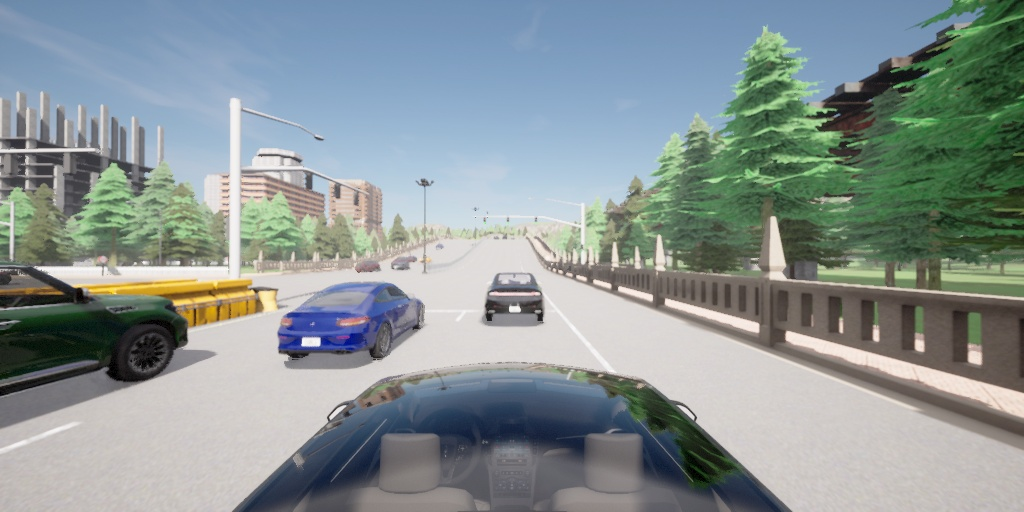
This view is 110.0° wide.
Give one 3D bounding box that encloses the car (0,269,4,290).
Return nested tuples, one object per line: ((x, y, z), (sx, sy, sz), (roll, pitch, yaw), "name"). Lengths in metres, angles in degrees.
((-35.132, 1.489, 22.244), (4.718, 1.301, 1.895), (0, 0, 3), "car")

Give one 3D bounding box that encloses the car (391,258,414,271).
((-17.600, 1.534, 56.759), (2.128, 1.511, 4.902), (0, 1, 0), "car")

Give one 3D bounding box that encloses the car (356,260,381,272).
((-21.029, 1.424, 52.614), (2.097, 1.767, 4.553), (0, 0, 0), "car")

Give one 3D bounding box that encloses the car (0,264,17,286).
((-39.463, 1.391, 25.915), (5.008, 1.535, 1.882), (0, 0, 2), "car")

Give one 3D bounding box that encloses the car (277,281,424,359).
((-3.422, 1.321, 8.421), (1.812, 1.442, 4.674), (0, 0, 0), "car")

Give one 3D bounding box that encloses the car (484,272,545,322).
((0.085, 1.314, 12.590), (2.128, 1.511, 4.902), (0, 0, 0), "car")

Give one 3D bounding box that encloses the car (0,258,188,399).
((-6.945, 0.990, 4.060), (2.150, 2.045, 5.566), (0, 0, 0), "car")
